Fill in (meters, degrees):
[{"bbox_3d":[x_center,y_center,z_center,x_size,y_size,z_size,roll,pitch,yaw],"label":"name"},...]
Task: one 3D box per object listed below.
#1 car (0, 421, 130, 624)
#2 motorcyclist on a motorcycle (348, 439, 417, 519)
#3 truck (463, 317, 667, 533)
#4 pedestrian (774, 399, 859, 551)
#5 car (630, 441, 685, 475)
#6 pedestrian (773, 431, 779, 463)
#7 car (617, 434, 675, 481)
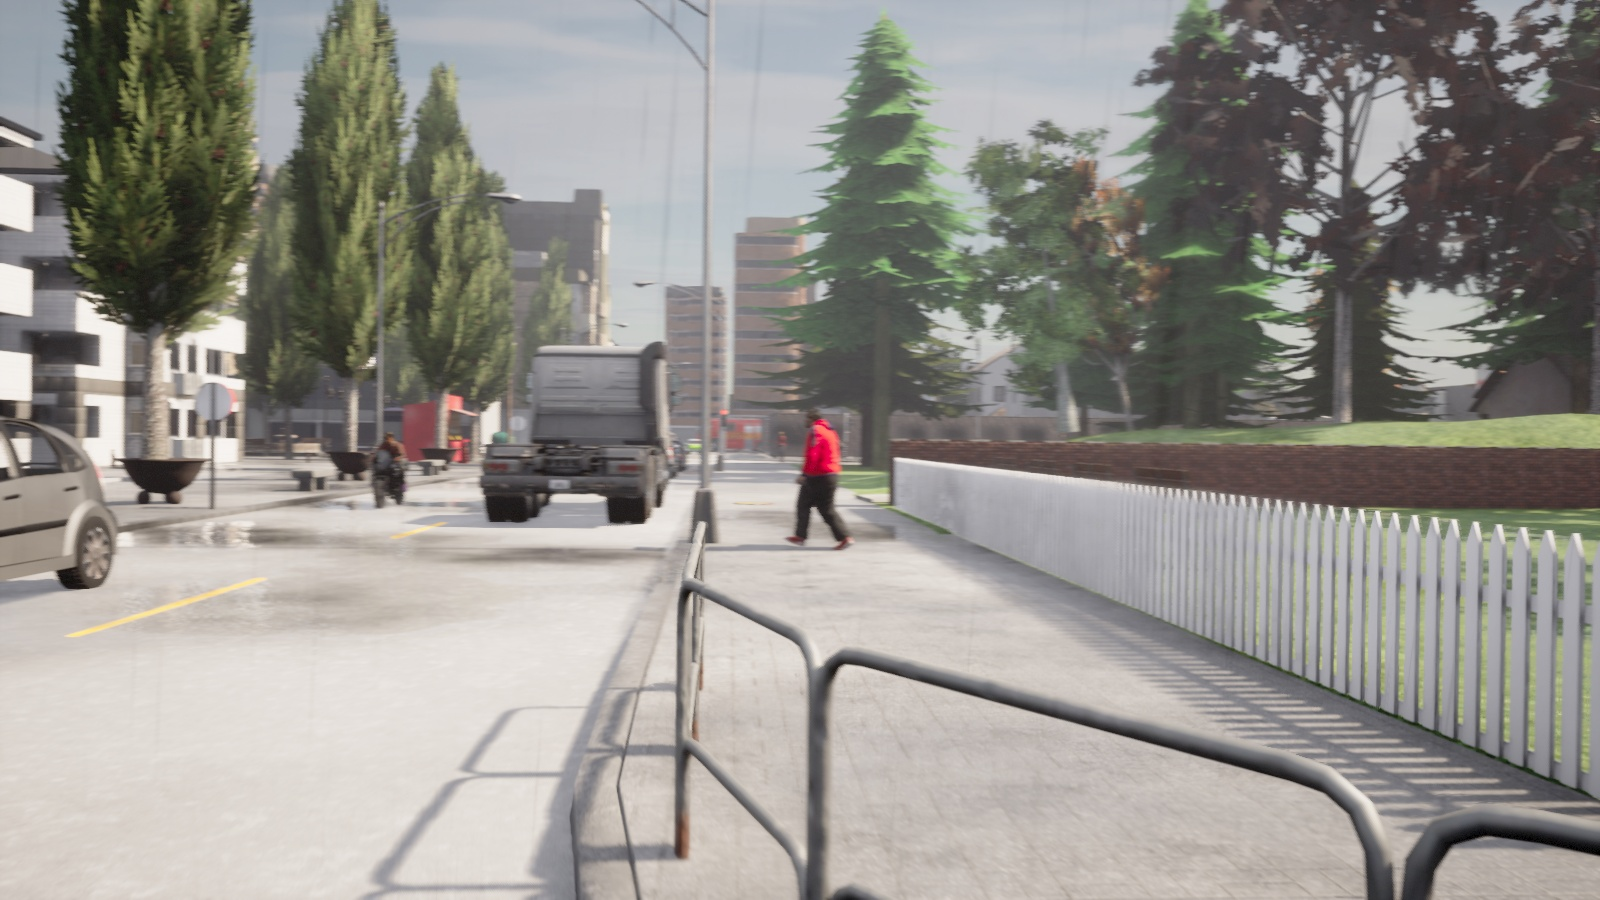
[{"bbox_3d":[-7.311,0.580,10.146,1.851,1.617,3.988,0,1,-4],"label":"car"},{"bbox_3d":[-8.242,0.537,24.889,0.797,1.523,2.044,0,0,-4],"label":"motorcyclist on a motorcycle"},{"bbox_3d":[-4.194,-0.442,24.178,2.891,3.462,7.936,0,1,-4],"label":"truck"},{"bbox_3d":[0.210,0.302,15.629,0.899,1.844,0.634,0,1,18],"label":"pedestrian"},{"bbox_3d":[-6.156,0.323,54.898,2.033,1.411,5.357,0,1,-3],"label":"car"},{"bbox_3d":[-1.398,-0.198,73.291,0.331,1.846,0.636,0,1,-4],"label":"pedestrian"},{"bbox_3d":[-5.558,0.252,45.814,1.851,1.617,3.988,0,1,-3],"label":"car"}]
